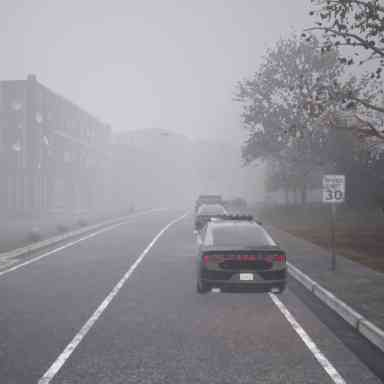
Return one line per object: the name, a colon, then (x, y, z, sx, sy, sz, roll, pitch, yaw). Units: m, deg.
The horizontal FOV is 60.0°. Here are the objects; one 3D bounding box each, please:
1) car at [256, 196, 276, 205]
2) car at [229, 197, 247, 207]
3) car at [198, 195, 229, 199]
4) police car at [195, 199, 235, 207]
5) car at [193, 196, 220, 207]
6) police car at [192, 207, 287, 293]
car: (12.258, 1.309, 55.313, 1.812, 1.442, 4.674, -1, 1, 40)
car: (5.936, 1.406, 45.032, 1.882, 1.535, 5.008, 0, 0, 28)
car: (1.387, 1.226, 24.672, 2.150, 2.045, 5.566, 0, 0, 5)
police car: (1.101, 1.429, 18.924, 1.930, 1.638, 5.238, 0, 0, 1)
car: (2.354, 1.427, 51.130, 2.128, 1.511, 4.902, -1, 0, 29)
police car: (1.050, 1.428, 8.987, 1.930, 1.638, 5.238, 0, 0, 0)
